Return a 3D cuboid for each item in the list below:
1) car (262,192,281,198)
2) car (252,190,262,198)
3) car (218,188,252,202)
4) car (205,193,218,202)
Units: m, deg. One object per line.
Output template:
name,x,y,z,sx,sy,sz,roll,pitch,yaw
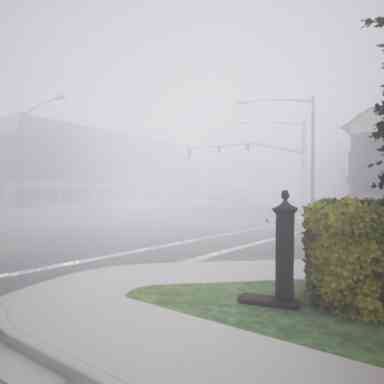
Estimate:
car,16.290,0.559,65.881,1.895,1.301,4.718,1,1,35
car,12.934,0.442,67.187,2.128,1.511,4.902,1,1,35
car,6.919,0.482,52.657,2.150,2.045,5.566,1,2,35
car,3.839,0.806,54.359,1.994,1.385,4.181,1,2,35
